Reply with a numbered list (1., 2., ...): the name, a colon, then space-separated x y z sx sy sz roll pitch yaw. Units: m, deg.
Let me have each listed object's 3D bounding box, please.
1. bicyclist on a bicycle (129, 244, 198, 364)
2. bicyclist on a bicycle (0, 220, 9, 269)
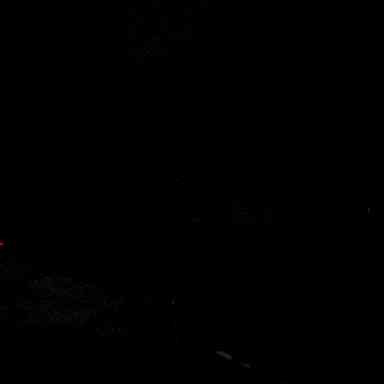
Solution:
1. bicyclist on a bicycle: -0.497 1.642 5.103 0.582 1.620 1.656 3 -3 -44
2. bicyclist on a bicycle: -6.684 1.804 11.581 0.582 1.620 1.656 3 -3 -43
